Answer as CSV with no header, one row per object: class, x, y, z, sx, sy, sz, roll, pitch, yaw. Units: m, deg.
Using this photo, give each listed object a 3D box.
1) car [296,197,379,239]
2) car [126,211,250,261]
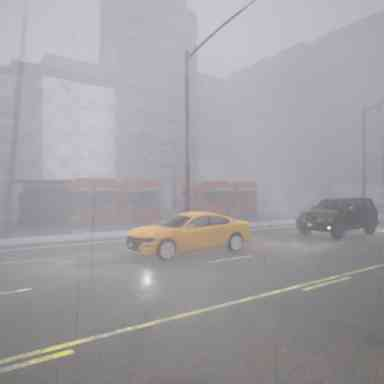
car,8.166,1.323,18.414,5.566,2.045,2.150,1,0,-36
car,-0.018,1.504,12.574,5.008,1.535,1.882,0,0,-35
